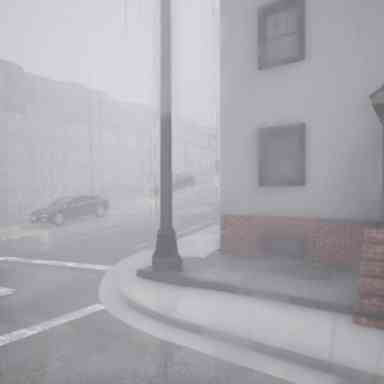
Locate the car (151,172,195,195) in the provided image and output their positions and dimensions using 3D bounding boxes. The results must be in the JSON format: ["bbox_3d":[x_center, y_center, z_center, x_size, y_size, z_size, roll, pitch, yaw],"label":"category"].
[{"bbox_3d":[-1.520,-0.835,28.253,1.812,1.442,4.674,0,13,35],"label":"car"}]

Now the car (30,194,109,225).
[{"bbox_3d":[-7.261,0.948,20.079,1.837,1.490,4.892,0,7,35],"label":"car"}]

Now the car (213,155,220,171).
[{"bbox_3d":[4.470,-3.653,36.711,2.150,2.045,5.566,0,14,35],"label":"car"}]
